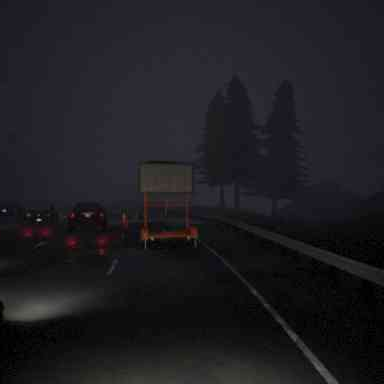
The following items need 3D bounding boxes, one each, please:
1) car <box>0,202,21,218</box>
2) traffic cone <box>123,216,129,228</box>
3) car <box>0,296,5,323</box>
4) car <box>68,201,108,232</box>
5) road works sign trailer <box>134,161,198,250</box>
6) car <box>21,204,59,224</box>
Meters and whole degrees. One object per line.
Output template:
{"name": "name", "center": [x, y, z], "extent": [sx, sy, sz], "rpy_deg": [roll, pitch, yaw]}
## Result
{"name": "car", "center": [-16.431, 1.569, 30.085], "extent": [1.994, 1.385, 4.181], "rpy_deg": [0, 0, -18]}
{"name": "traffic cone", "center": [-4.151, 1.958, 21.008], "extent": [0.340, 0.580, 0.340], "rpy_deg": [0, 0, -13]}
{"name": "car", "center": [-3.719, 1.527, 3.156], "extent": [1.812, 1.442, 4.674], "rpy_deg": [0, 0, -2]}
{"name": "car", "center": [-6.349, 1.355, 20.632], "extent": [2.097, 1.767, 4.553], "rpy_deg": [0, 0, -14]}
{"name": "road works sign trailer", "center": [-1.135, 0.466, 14.519], "extent": [2.380, 3.560, 2.880], "rpy_deg": [0, 0, -13]}
{"name": "car", "center": [-11.022, 1.605, 24.692], "extent": [1.895, 1.301, 4.718], "rpy_deg": [0, 0, -16]}
